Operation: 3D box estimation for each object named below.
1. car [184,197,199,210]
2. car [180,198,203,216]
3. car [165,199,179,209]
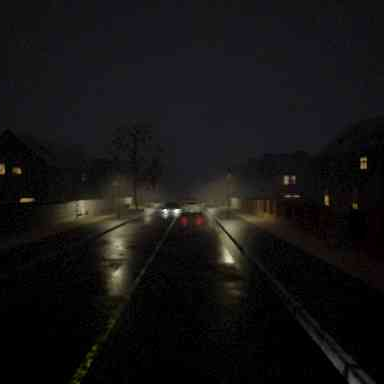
[{"bbox_3d":[-0.094,1.548,45.997,1.882,1.535,5.008,0,0,-1],"label":"car"},{"bbox_3d":[-0.017,1.543,32.659,1.812,1.442,4.674,0,0,0],"label":"car"},{"bbox_3d":[-2.905,1.738,48.093,1.895,1.301,4.718,0,0,-1],"label":"car"}]
